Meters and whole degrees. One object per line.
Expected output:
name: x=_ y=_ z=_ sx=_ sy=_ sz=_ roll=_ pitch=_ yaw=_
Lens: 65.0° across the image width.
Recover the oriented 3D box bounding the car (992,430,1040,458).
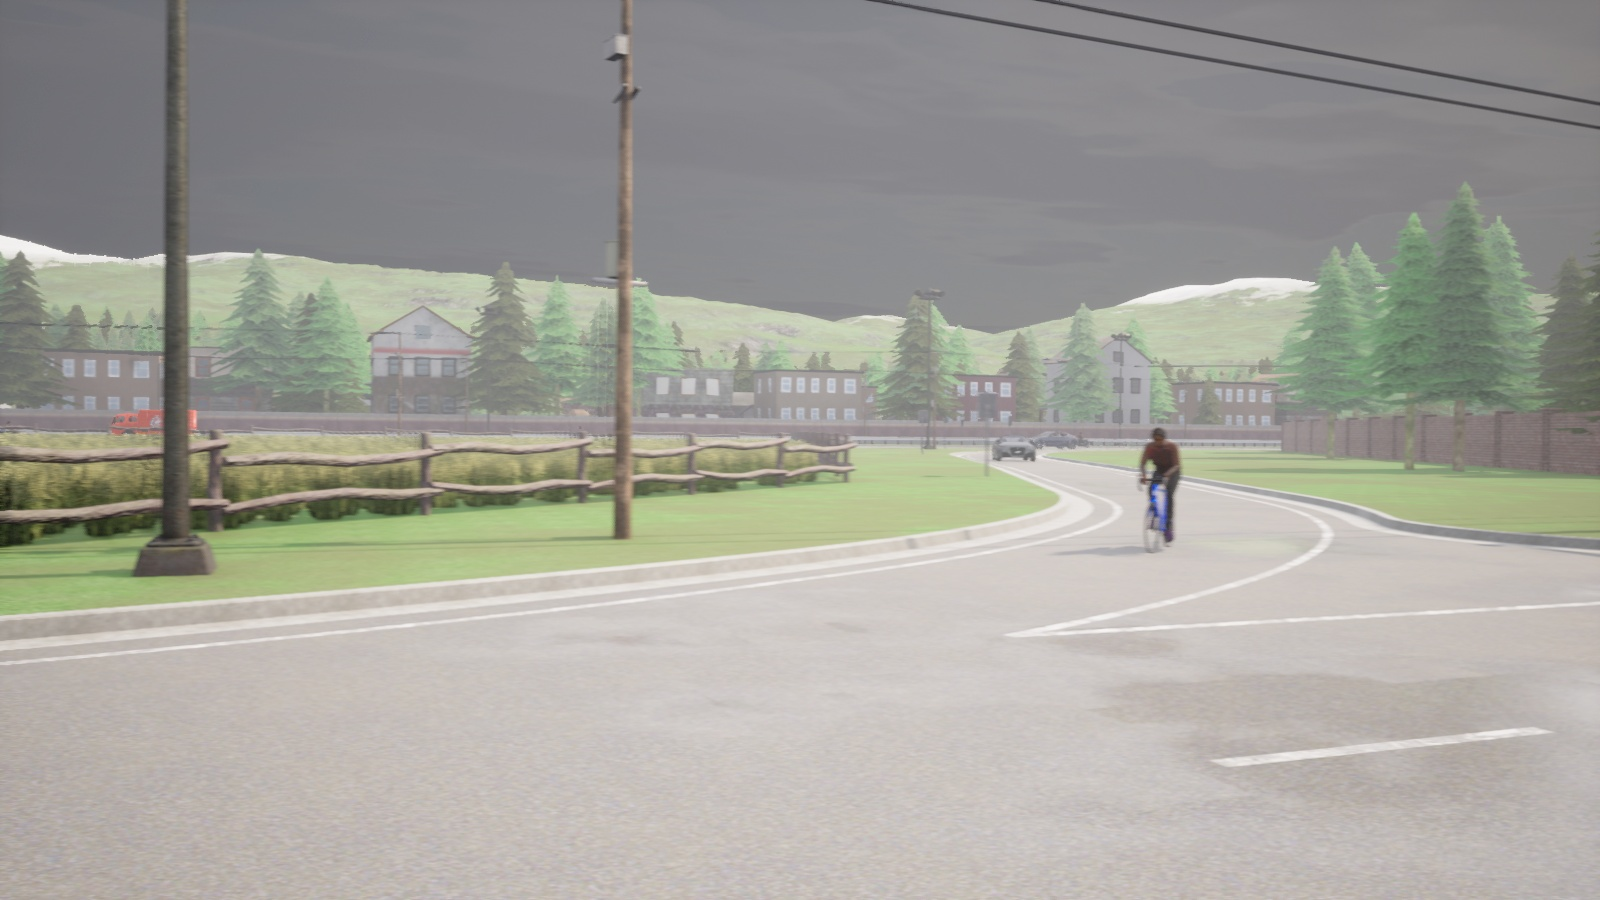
car: x=11.325 y=-0.351 z=66.104 sx=1.994 sy=1.385 sz=4.181 roll=-1 pitch=1 yaw=3

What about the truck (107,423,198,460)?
truck: x=-44.200 y=-0.604 z=85.894 sx=5.204 sy=2.467 sz=2.627 roll=-1 pitch=1 yaw=-21

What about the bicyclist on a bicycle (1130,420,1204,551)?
bicyclist on a bicycle: x=4.847 y=0.425 z=16.504 sx=0.582 sy=1.620 sz=1.656 roll=0 pitch=2 yaw=28
